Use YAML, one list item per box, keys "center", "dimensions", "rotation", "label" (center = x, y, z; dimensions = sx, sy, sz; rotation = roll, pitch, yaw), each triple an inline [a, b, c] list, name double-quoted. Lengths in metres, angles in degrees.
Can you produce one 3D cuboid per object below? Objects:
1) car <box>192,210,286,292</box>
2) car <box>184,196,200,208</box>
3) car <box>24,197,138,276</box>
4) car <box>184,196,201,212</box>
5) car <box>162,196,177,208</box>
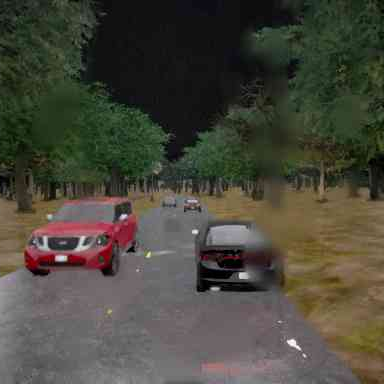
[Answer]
- center: [1.036, 1.477, 8.956]
  dimensions: [1.882, 1.535, 5.008]
  rotation: [0, 0, 0]
  label: "car"
- center: [-0.029, 1.368, 47.170]
  dimensions: [2.128, 1.511, 4.902]
  rotation: [0, 0, 0]
  label: "car"
- center: [-3.116, 1.220, 10.675]
  dimensions: [2.150, 2.045, 5.566]
  rotation: [0, 0, 0]
  label: "car"
- center: [0.047, 1.453, 37.048]
  dimensions: [1.812, 1.442, 4.674]
  rotation: [0, 0, 0]
  label: "car"
- center: [-3.078, 1.385, 46.249]
  dimensions: [1.837, 1.490, 4.892]
  rotation: [0, 0, 0]
  label: "car"
